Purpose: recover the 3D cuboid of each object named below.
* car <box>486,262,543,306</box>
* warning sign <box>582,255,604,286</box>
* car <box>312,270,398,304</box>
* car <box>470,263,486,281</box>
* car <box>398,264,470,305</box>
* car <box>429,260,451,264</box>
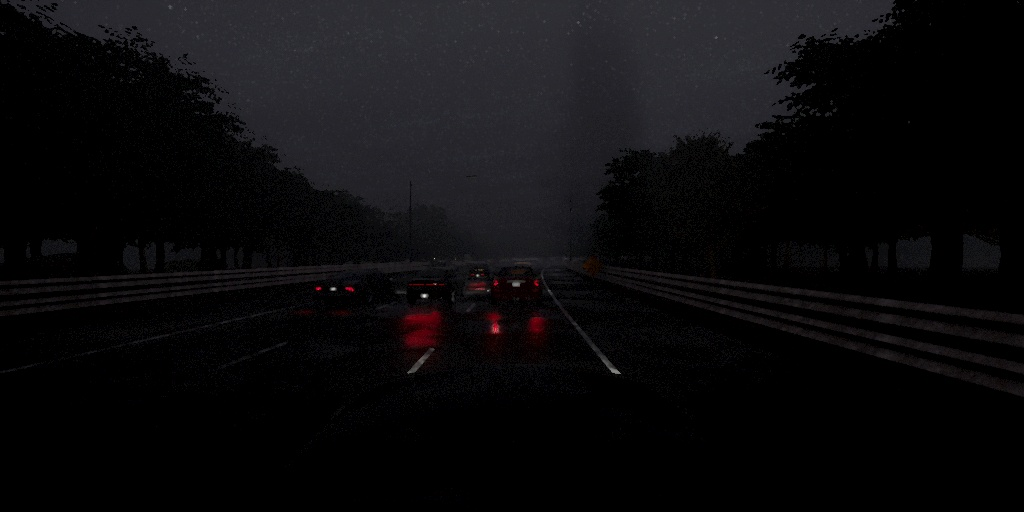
[{"bbox_3d":[0.224,1.123,15.996,2.097,1.767,4.553,0,0,2],"label":"car"},{"bbox_3d":[5.011,0.882,22.199,1.300,1.860,1.060,0,0,3],"label":"warning sign"},{"bbox_3d":[-6.772,1.320,16.243,2.033,1.411,5.357,0,0,2],"label":"car"},{"bbox_3d":[-2.582,1.305,30.954,1.837,1.490,4.892,0,0,4],"label":"car"},{"bbox_3d":[-3.273,1.273,16.134,1.837,1.490,4.892,0,0,2],"label":"car"},{"bbox_3d":[-6.077,1.155,31.142,2.097,1.767,4.553,0,0,4],"label":"car"}]
